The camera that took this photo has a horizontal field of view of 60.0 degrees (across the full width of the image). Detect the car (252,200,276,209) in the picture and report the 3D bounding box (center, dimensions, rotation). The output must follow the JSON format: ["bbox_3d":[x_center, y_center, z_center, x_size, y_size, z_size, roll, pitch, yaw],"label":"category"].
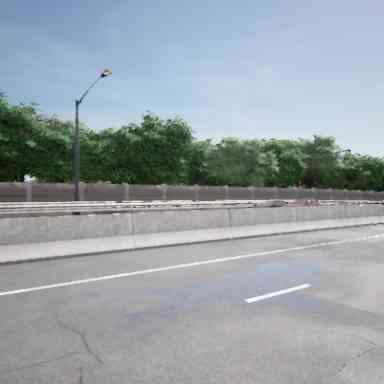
[{"bbox_3d":[8.511,1.633,35.776,4.674,1.442,1.812,1,0,-35],"label":"car"}]

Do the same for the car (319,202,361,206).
[{"bbox_3d":[14.768,1.679,31.607,5.357,1.411,2.033,1,0,-35],"label":"car"}]

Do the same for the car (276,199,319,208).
[{"bbox_3d":[11.056,1.464,33.285,4.553,1.767,2.097,1,0,-35],"label":"car"}]
